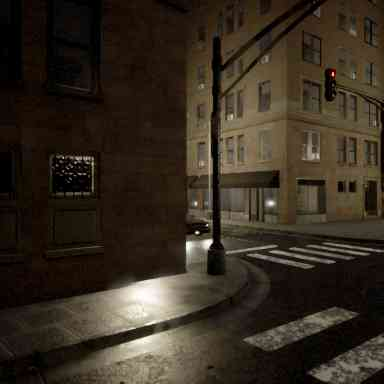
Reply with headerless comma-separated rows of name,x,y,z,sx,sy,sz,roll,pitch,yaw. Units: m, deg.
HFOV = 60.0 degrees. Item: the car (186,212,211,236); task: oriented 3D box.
car,-1.297,1.515,17.758,2.033,1.411,5.357,0,0,-36
